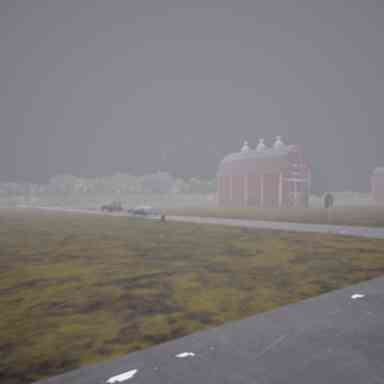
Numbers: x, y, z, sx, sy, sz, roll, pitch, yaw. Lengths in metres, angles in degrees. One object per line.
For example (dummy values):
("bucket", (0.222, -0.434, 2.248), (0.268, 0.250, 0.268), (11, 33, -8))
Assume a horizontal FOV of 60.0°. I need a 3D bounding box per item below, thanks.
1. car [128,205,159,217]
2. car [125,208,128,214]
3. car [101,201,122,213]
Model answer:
("car", (-6.073, 2.425, 42.830), (1.812, 1.442, 4.674), (1, -2, -35))
("car", (-8.365, 2.691, 50.972), (2.033, 1.411, 5.357), (1, -2, -35))
("car", (-14.332, 2.601, 59.226), (2.150, 2.045, 5.566), (1, -2, -36))
